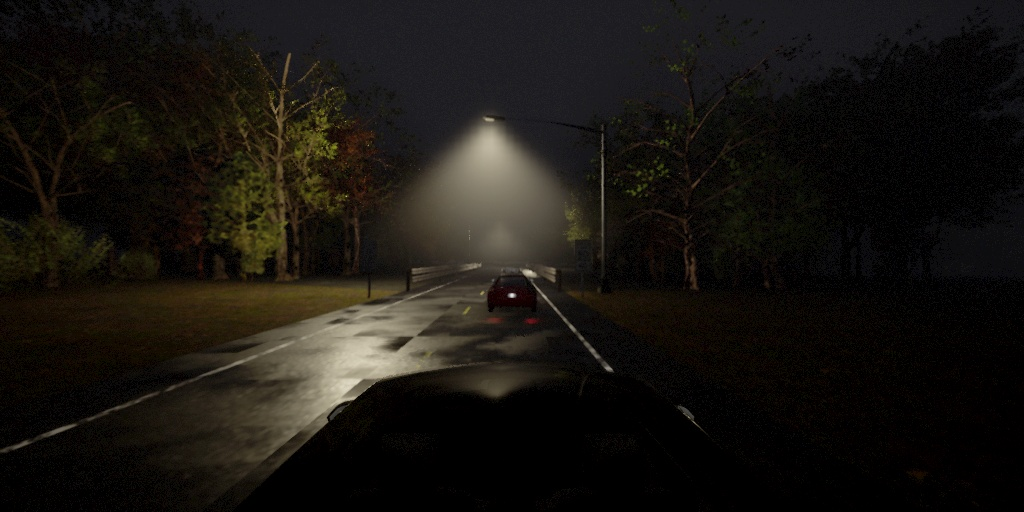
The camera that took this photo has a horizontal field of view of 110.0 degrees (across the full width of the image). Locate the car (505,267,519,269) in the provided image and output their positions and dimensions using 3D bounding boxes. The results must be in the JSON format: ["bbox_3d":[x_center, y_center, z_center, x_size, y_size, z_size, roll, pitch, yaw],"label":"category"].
[{"bbox_3d":[0.012,1.605,30.390,1.994,1.385,4.181,0,0,0],"label":"car"}]

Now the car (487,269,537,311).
[{"bbox_3d":[0.017,1.453,15.335,1.994,1.385,4.181,0,0,0],"label":"car"}]
